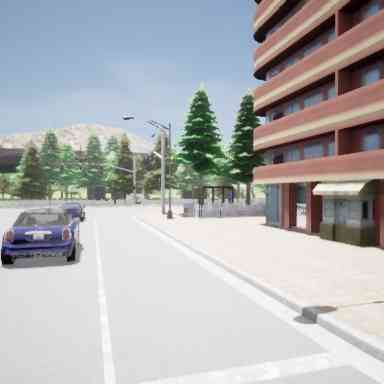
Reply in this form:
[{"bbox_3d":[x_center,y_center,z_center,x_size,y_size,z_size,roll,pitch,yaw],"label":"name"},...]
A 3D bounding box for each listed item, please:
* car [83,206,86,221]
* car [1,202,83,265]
[{"bbox_3d":[-9.536,1.531,26.412,1.812,1.442,4.674,0,0,-17],"label":"car"},{"bbox_3d":[-5.218,1.364,12.016,2.097,1.767,4.553,0,0,-17],"label":"car"}]
